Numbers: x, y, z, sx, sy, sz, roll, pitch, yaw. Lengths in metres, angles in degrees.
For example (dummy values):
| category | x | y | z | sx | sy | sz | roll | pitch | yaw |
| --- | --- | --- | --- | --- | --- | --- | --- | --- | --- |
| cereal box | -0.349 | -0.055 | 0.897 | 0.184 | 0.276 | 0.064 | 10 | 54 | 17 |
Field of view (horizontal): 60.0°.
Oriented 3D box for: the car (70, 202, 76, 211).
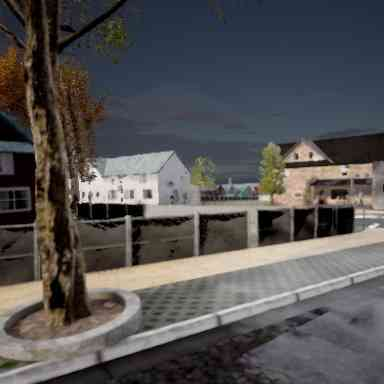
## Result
| category | x | y | z | sx | sy | sz | roll | pitch | yaw |
| --- | --- | --- | --- | --- | --- | --- | --- | --- | --- |
| car | -16.387 | 1.874 | 42.798 | 4.181 | 1.385 | 1.994 | -1 | 2 | 39 |
